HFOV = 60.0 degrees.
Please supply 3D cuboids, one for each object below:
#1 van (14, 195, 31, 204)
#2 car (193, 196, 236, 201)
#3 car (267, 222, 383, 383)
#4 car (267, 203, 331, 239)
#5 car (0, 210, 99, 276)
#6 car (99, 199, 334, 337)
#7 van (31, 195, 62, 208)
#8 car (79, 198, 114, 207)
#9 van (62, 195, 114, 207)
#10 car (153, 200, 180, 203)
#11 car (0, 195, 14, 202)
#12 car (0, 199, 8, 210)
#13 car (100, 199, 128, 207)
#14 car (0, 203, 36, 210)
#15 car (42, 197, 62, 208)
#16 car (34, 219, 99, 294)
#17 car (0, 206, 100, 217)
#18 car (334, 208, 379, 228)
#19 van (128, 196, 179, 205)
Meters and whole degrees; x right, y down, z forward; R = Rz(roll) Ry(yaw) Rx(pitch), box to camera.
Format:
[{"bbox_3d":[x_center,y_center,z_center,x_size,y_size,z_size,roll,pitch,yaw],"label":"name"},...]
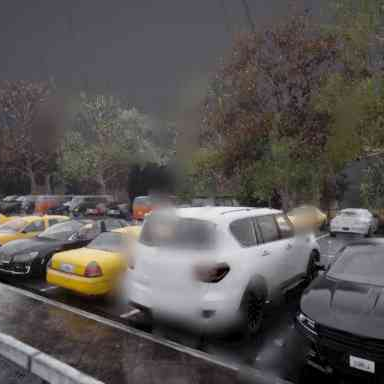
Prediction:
[{"bbox_3d":[-16.008,1.343,35.590,1.878,1.987,4.442,0,0,36],"label":"van"},{"bbox_3d":[2.018,1.285,22.711,2.435,2.045,5.566,0,0,36],"label":"car"},{"bbox_3d":[3.297,1.580,5.604,2.097,1.535,5.008,0,0,36],"label":"car"},{"bbox_3d":[6.378,1.552,19.288,1.946,1.575,5.366,0,0,36],"label":"car"},{"bbox_3d":[-3.447,1.554,10.491,2.231,1.521,4.892,0,0,36],"label":"car"},{"bbox_3d":[1.063,1.320,7.251,2.435,2.045,5.566,0,0,36],"label":"car"},{"bbox_3d":[-13.628,1.329,34.154,1.878,1.987,4.442,0,0,36],"label":"van"},{"bbox_3d":[-6.950,1.548,29.209,2.163,1.488,4.792,0,0,36],"label":"car"},{"bbox_3d":[-9.260,1.302,30.712,1.878,1.987,4.442,0,0,36],"label":"van"},{"bbox_3d":[-0.259,1.556,24.290,2.163,1.488,4.792,0,0,36],"label":"car"},{"bbox_3d":[-18.199,1.333,37.287,2.435,2.045,5.566,0,0,36],"label":"car"},{"bbox_3d":[-27.254,1.684,43.886,2.002,1.452,4.674,0,0,36],"label":"car"},{"bbox_3d":[-4.813,1.546,27.660,2.163,1.488,4.792,0,0,36],"label":"car"},{"bbox_3d":[-10.402,1.524,15.293,1.946,1.575,5.366,0,0,36],"label":"car"},{"bbox_3d":[-11.449,1.539,32.438,2.097,1.535,5.008,0,0,36],"label":"car"},{"bbox_3d":[-1.094,1.559,9.007,1.946,1.575,5.366,0,0,36],"label":"car"},{"bbox_3d":[-5.807,1.540,11.964,1.946,1.575,5.366,0,0,36],"label":"car"},{"bbox_3d":[8.728,1.604,17.811,2.002,1.452,4.674,0,0,36],"label":"car"},{"bbox_3d":[-2.517,1.294,26.105,1.878,1.987,4.442,0,0,36],"label":"van"}]
